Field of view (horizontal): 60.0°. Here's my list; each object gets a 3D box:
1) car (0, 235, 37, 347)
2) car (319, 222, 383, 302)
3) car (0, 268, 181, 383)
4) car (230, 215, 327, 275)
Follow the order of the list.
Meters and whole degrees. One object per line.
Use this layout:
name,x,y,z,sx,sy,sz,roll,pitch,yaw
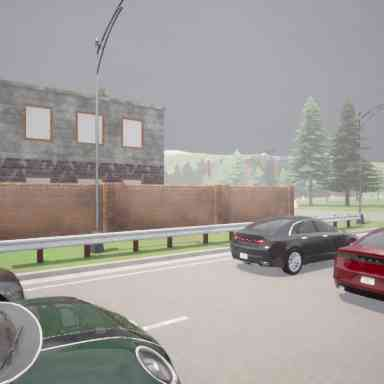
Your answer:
car,-4.673,1.564,4.712,4.181,1.385,1.994,0,0,-36
car,5.258,1.478,7.543,5.008,1.535,1.882,0,0,-35
car,-2.256,1.352,2.137,4.553,1.767,2.097,0,0,-35
car,3.400,1.505,10.515,4.892,1.490,1.837,0,0,-35
